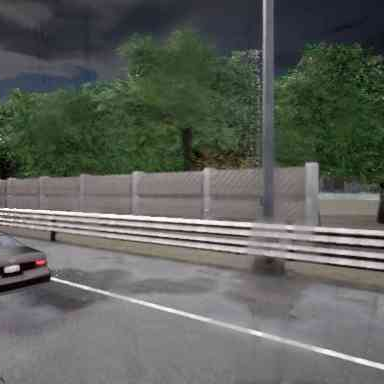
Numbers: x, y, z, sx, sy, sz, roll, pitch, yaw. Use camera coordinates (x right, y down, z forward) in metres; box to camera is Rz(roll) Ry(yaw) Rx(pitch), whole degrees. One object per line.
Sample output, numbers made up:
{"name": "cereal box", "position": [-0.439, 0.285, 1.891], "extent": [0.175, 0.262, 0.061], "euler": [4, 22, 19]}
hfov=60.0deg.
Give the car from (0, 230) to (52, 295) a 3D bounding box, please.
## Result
{"name": "car", "position": [-5.545, 1.548, 7.974], "extent": [5.357, 1.411, 2.033], "euler": [0, 0, 36]}
